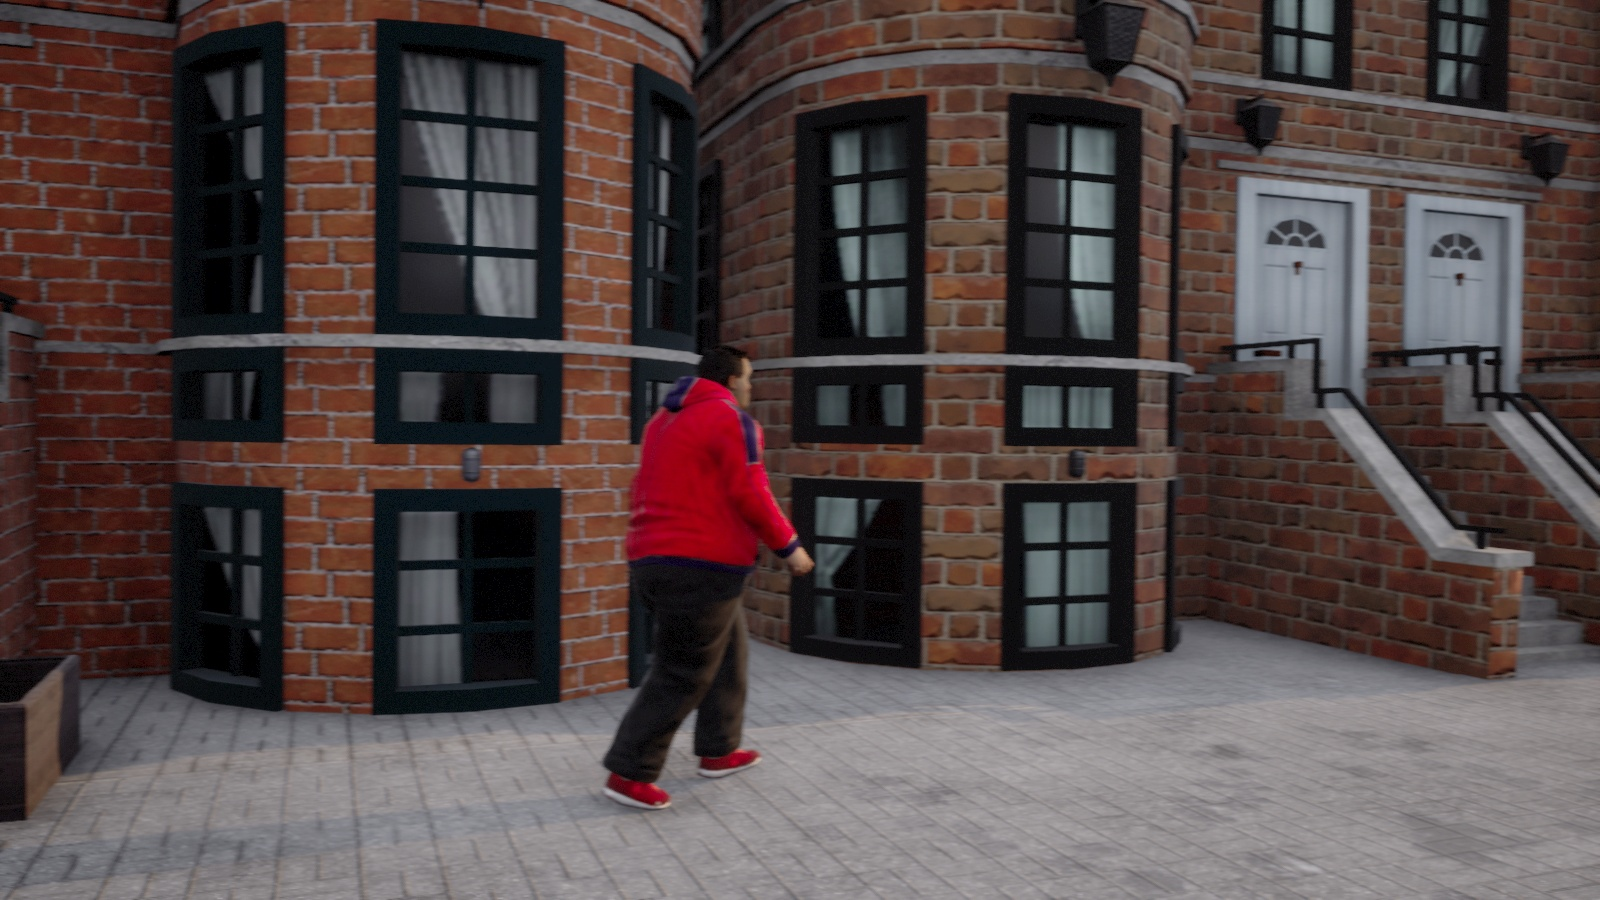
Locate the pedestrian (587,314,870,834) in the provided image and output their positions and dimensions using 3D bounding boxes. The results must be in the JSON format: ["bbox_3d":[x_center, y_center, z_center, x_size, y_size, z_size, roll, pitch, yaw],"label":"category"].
[{"bbox_3d":[-0.284,0.430,4.944,0.899,1.844,0.634,-1,1,-31],"label":"pedestrian"}]
